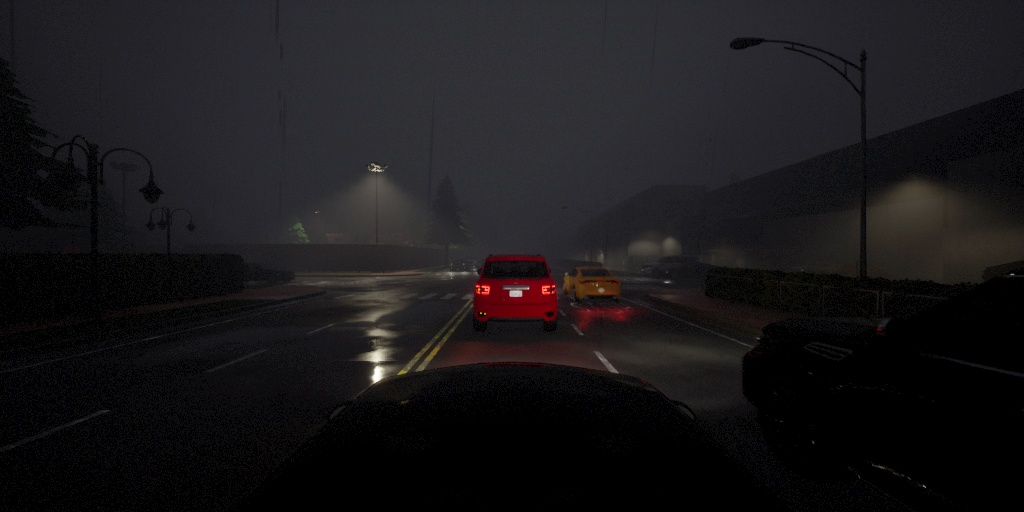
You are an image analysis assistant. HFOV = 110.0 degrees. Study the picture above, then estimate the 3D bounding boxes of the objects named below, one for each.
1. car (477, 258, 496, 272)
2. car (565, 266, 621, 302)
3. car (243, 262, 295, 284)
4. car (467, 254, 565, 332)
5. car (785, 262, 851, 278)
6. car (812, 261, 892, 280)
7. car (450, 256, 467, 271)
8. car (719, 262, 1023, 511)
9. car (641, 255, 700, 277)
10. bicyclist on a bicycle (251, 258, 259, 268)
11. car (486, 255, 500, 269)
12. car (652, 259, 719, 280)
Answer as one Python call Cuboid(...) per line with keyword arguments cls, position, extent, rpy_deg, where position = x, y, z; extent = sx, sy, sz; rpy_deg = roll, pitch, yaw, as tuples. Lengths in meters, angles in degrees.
Cuboid(cls="car", position=(-3.333, 1.102, 47.331), extent=(2.097, 1.767, 4.553), rpy_deg=(0, 0, 1))
Cuboid(cls="car", position=(3.619, 1.227, 16.956), extent=(1.882, 1.535, 5.008), rpy_deg=(0, 0, 0))
Cuboid(cls="car", position=(-18.605, 1.211, 26.231), extent=(5.008, 1.535, 1.882), rpy_deg=(0, 0, 0))
Cuboid(cls="car", position=(0.071, 0.971, 11.044), extent=(2.150, 2.045, 5.566), rpy_deg=(0, 0, 0))
Cuboid(cls="car", position=(28.873, 1.276, 33.903), extent=(4.674, 1.442, 1.812), rpy_deg=(0, 0, 0))
Cuboid(cls="car", position=(28.761, 1.227, 30.419), extent=(5.008, 1.535, 1.882), rpy_deg=(0, 0, 0))
Cuboid(cls="car", position=(-6.832, 1.102, 47.454), extent=(2.097, 1.767, 4.553), rpy_deg=(0, 0, 1))
Cuboid(cls="car", position=(3.601, 0.974, 1.545), extent=(2.150, 2.045, 5.566), rpy_deg=(0, 0, 0))
Cuboid(cls="car", position=(15.170, 0.966, 33.983), extent=(5.566, 2.045, 2.150), rpy_deg=(-1, 0, 1))
Cuboid(cls="bicyclist on a bicycle", position=(-25.137, 1.037, 35.230), extent=(0.582, 1.620, 1.656), rpy_deg=(0, 0, 0))
Cuboid(cls="car", position=(-3.171, 0.964, 60.958), extent=(2.150, 2.045, 5.566), rpy_deg=(0, 1, 0))
Cuboid(cls="car", position=(15.005, 1.228, 30.466), extent=(5.008, 1.535, 1.882), rpy_deg=(0, 0, 0))
